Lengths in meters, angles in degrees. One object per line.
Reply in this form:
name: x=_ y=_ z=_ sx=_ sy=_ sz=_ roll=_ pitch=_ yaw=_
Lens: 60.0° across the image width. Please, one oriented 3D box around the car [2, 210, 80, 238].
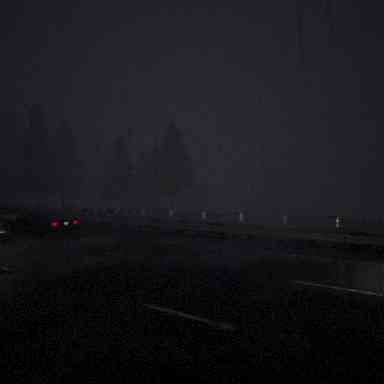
car: x=-8.620 y=1.710 z=18.851 sx=5.357 sy=1.411 sz=2.033 roll=-1 pitch=-1 yaw=36
